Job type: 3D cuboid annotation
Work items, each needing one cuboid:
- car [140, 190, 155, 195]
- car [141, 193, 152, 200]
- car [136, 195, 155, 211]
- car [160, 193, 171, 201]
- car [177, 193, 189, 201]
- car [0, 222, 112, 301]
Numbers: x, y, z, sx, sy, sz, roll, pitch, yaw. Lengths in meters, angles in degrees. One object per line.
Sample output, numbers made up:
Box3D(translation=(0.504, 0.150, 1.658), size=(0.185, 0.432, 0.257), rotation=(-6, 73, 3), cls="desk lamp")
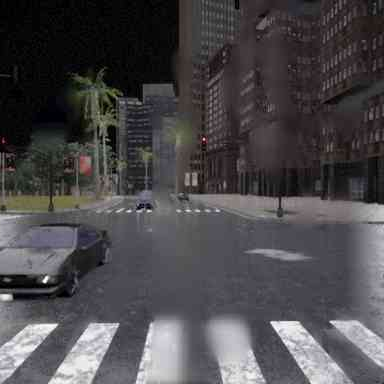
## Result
Box3D(translation=(-7.051, 0.754, 52.806), size=(2.150, 2.045, 5.566), rotation=(0, 1, -8), cls="car")
Box3D(translation=(-9.402, 0.878, 68.556), size=(1.994, 1.385, 4.181), rotation=(0, 1, -10), cls="car")
Box3D(translation=(-5.102, 1.335, 36.453), size=(1.895, 1.301, 4.718), rotation=(0, 1, -7), cls="car")
Box3D(translation=(-5.061, 0.898, 62.792), size=(2.128, 1.511, 4.902), rotation=(0, 1, -9), cls="car")
Box3D(translation=(-1.787, 0.914, 62.889), size=(1.837, 1.490, 4.892), rotation=(0, 1, -9), cls="car")
Box3D(translation=(-3.486, 1.541, 8.760), size=(2.033, 1.411, 5.357), rotation=(0, 0, -1), cls="car")
